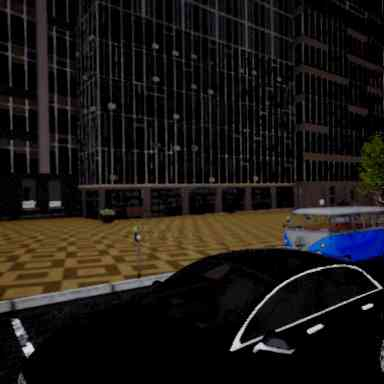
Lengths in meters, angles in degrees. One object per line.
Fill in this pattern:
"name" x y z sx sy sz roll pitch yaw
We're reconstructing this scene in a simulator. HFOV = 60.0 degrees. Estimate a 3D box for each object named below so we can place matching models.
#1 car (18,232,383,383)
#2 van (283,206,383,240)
"car" 0.701 1.501 3.870 4.892 1.490 1.837 0 0 -35
"van" 4.372 1.324 9.700 3.998 1.788 1.690 0 -1 -36
